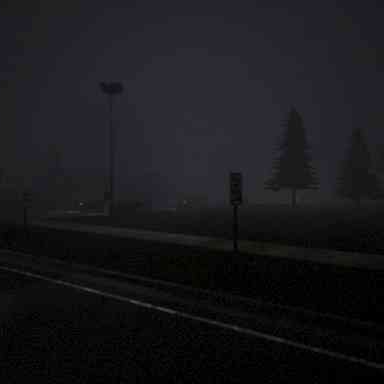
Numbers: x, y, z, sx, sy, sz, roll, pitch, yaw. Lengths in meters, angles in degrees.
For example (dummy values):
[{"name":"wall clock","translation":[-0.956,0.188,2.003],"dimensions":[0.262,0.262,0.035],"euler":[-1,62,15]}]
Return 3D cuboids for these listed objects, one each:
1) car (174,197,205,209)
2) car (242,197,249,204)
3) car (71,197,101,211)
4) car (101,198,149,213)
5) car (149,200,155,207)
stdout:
[{"name":"car","translation":[-0.613,1.472,48.880],"dimensions":[2.097,1.767,4.553],"euler":[0,0,35]},{"name":"car","translation":[9.110,1.685,62.685],"dimensions":[1.994,1.385,4.181],"euler":[0,0,35]},{"name":"car","translation":[-13.255,1.503,42.998],"dimensions":[2.097,1.767,4.553],"euler":[0,0,35]},{"name":"car","translation":[-7.706,1.598,38.723],"dimensions":[1.882,1.535,5.008],"euler":[0,0,35]},{"name":"car","translation":[-7.645,1.714,51.034],"dimensions":[1.994,1.385,4.181],"euler":[0,0,35]}]
